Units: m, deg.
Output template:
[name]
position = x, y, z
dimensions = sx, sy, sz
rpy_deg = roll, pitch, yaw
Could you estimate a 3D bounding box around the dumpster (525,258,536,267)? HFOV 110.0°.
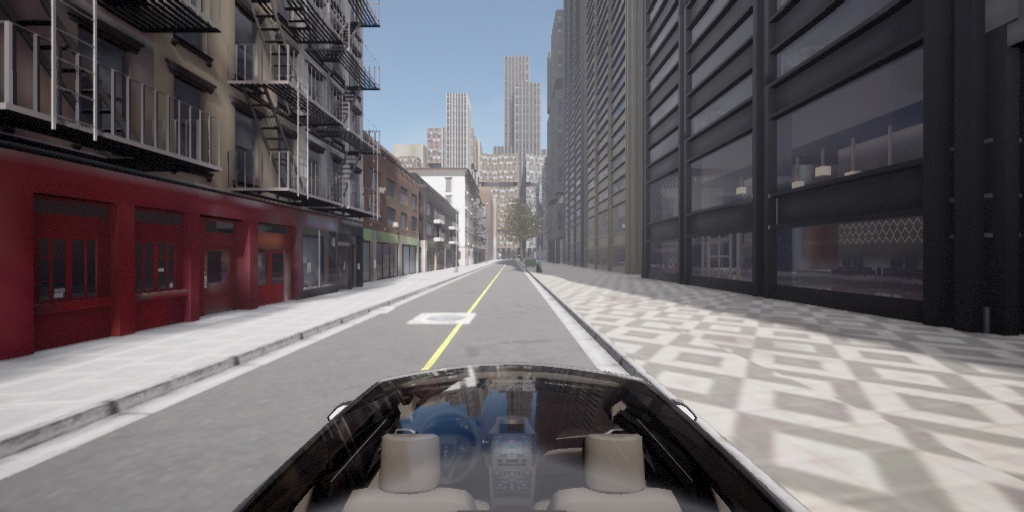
[dumpster]
position = 3.135, 1.200, 61.716
dimensions = 1.020, 1.700, 1.940
rpy_deg = 0, 0, 0
